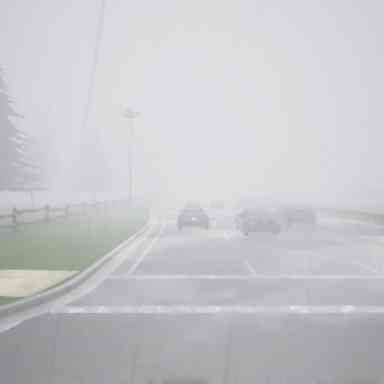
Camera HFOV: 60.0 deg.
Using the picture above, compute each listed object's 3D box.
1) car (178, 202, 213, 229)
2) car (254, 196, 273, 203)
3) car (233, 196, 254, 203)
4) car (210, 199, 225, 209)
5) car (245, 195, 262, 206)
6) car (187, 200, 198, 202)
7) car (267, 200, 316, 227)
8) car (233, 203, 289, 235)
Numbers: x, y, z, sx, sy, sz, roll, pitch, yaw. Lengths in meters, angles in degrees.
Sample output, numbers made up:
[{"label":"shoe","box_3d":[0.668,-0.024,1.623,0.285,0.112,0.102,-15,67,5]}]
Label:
[{"label":"car","box_3d":[0.093,1.616,22.051,1.994,1.385,4.181,0,0,0]},{"label":"car","box_3d":[10.484,1.616,46.954,1.837,1.490,4.892,0,0,0]},{"label":"car","box_3d":[7.085,1.605,47.931,2.128,1.511,4.902,0,0,0]},{"label":"car","box_3d":[3.584,1.677,48.255,1.994,1.385,4.181,0,0,0]},{"label":"car","box_3d":[10.481,1.487,57.344,2.097,1.767,4.553,0,0,0]},{"label":"car","box_3d":[0.087,1.710,46.587,1.895,1.301,4.718,0,0,0]},{"label":"car","box_3d":[7.092,1.547,23.362,2.128,1.511,4.902,0,0,0]},{"label":"car","box_3d":[3.593,1.592,18.919,2.033,1.411,5.357,0,0,0]}]
